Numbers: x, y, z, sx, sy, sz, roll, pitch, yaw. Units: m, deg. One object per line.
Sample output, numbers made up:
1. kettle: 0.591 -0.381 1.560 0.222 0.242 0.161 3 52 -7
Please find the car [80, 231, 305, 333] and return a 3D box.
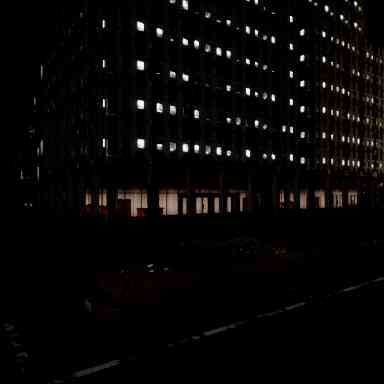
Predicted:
1. car: 0.285 1.525 6.767 4.829 1.417 1.752 0 0 -36
